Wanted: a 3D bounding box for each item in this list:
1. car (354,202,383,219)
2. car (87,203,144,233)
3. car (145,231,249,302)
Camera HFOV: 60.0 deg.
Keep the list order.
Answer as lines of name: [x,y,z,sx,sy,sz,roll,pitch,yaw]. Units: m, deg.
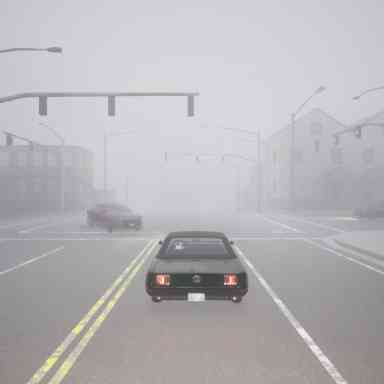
car: [16.029,1.563,28.152,4.181,1.385,1.994,0,0,0]
car: [-4.641,1.459,19.785,1.882,1.535,5.008,2,-1,-36]
car: [0.103,1.601,8.187,1.895,1.301,4.718,0,0,0]
